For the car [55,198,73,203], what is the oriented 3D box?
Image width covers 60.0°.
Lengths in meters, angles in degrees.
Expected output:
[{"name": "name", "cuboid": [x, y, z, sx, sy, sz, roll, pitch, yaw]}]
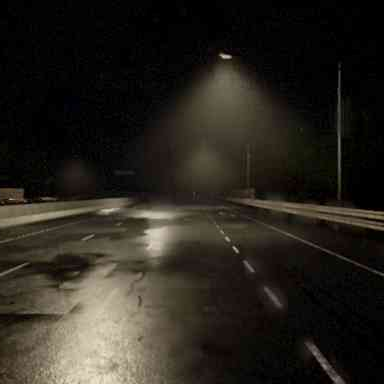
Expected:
[{"name": "car", "cuboid": [-17.693, 1.661, 46.012, 1.882, 1.535, 5.008, 0, 0, 0]}]

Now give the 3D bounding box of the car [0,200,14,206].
[{"name": "car", "cuboid": [-24.688, 1.777, 44.417, 1.895, 1.301, 4.718, 0, 0, 0]}]

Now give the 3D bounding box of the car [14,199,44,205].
[{"name": "car", "cuboid": [-21.190, 1.701, 44.201, 1.812, 1.442, 4.674, 0, 0, 0]}]
